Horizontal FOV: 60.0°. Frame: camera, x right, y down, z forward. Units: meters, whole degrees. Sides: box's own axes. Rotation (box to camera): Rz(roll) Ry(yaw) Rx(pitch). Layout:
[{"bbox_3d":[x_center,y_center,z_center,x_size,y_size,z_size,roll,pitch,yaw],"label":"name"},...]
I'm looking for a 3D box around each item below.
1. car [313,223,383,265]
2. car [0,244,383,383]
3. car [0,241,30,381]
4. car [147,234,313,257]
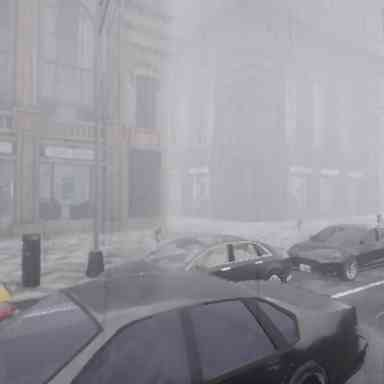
[{"bbox_3d":[4.767,1.654,10.041,4.313,1.339,1.947,1,0,-35],"label":"car"},{"bbox_3d":[-0.524,1.558,3.005,5.357,1.411,2.033,1,0,-35],"label":"car"},{"bbox_3d":[-4.494,1.509,3.441,4.829,1.417,1.752,1,0,-35],"label":"car"},{"bbox_3d":[0.205,1.588,6.790,4.403,1.369,2.008,1,0,-35],"label":"car"}]
